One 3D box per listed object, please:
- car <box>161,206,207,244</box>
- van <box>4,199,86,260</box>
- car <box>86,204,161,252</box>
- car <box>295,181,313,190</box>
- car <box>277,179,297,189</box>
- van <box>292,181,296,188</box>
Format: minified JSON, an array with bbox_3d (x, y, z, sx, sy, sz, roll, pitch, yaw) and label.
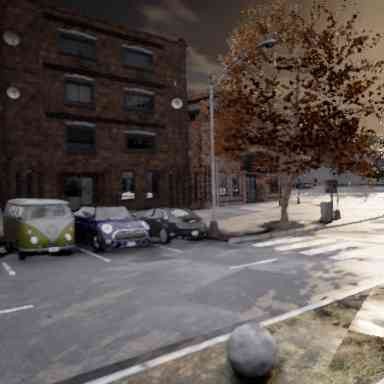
[{"bbox_3d":[-1.292,1.430,15.638,2.231,1.521,4.892,0,0,-36],"label":"car"},{"bbox_3d":[-5.674,1.237,12.292,1.878,1.987,4.442,0,0,-36],"label":"van"},{"bbox_3d":[-3.537,1.321,14.040,2.185,1.767,4.553,0,0,-36],"label":"car"},{"bbox_3d":[26.394,-1.217,76.533,2.097,1.535,5.008,5,6,40],"label":"car"},{"bbox_3d":[23.426,-1.970,81.678,2.435,2.045,5.566,6,6,40],"label":"car"},{"bbox_3d":[24.997,-1.699,79.202,1.878,1.987,4.442,5,6,40],"label":"van"}]
